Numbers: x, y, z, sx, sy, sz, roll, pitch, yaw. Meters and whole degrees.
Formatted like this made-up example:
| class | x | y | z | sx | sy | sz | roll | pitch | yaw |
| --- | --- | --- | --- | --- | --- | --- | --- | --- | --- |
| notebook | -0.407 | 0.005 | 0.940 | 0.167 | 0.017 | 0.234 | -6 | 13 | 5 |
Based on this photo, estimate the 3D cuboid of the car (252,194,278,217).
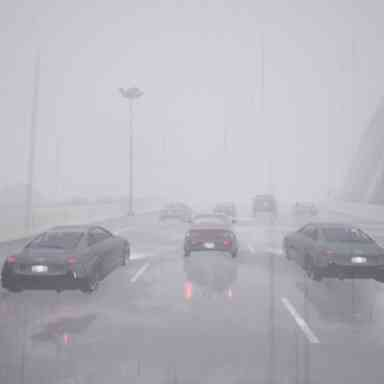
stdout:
| class | x | y | z | sx | sy | sz | roll | pitch | yaw |
| --- | --- | --- | --- | --- | --- | --- | --- | --- | --- |
| car | 6.819 | 1.215 | 31.255 | 2.150 | 2.045 | 5.566 | 0 | 0 | 11 |

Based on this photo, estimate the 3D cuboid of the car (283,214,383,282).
| class | x | y | z | sx | sy | sz | roll | pitch | yaw |
| --- | --- | --- | --- | --- | --- | --- | --- | --- | --- |
| car | 4.033 | 1.566 | 9.797 | 1.994 | 1.385 | 4.181 | 0 | 0 | 3 |

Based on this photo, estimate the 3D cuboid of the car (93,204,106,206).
| class | x | y | z | sx | sy | sz | roll | pitch | yaw |
| --- | --- | --- | --- | --- | --- | --- | --- | --- | --- |
| car | -13.683 | 1.435 | 51.306 | 2.128 | 1.511 | 4.902 | 0 | 0 | 16 |

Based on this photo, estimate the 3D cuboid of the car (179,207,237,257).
| class | x | y | z | sx | sy | sz | roll | pitch | yaw |
| --- | --- | --- | --- | --- | --- | --- | --- | --- | --- |
| car | 0.749 | 1.519 | 12.878 | 1.812 | 1.442 | 4.674 | 0 | 0 | 5 |

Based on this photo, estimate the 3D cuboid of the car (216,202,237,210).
| class | x | y | z | sx | sy | sz | roll | pitch | yaw |
| --- | --- | --- | --- | --- | --- | --- | --- | --- | --- |
| car | 3.122 | 1.588 | 30.539 | 1.895 | 1.301 | 4.718 | 0 | 0 | 11 |

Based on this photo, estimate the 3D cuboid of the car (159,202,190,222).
| class | x | y | z | sx | sy | sz | roll | pitch | yaw |
| --- | --- | --- | --- | --- | --- | --- | --- | --- | --- |
| car | -1.181 | 1.529 | 26.318 | 2.033 | 1.411 | 5.357 | 0 | 0 | 9 |

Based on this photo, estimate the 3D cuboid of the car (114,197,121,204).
| class | x | y | z | sx | sy | sz | roll | pitch | yaw |
| --- | --- | --- | --- | --- | --- | --- | --- | --- | --- |
| car | -10.446 | 1.457 | 49.900 | 1.837 | 1.490 | 4.892 | 0 | -1 | 16 |

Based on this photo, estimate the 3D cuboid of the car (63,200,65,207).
| class | x | y | z | sx | sy | sz | roll | pitch | yaw |
| --- | --- | --- | --- | --- | --- | --- | --- | --- | --- |
| car | -17.664 | 1.427 | 50.080 | 2.128 | 1.511 | 4.902 | 0 | 0 | 15 |

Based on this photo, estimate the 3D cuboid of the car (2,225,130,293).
| class | x | y | z | sx | sy | sz | roll | pitch | yaw |
| --- | --- | --- | --- | --- | --- | --- | --- | --- | --- |
| car | -3.025 | 1.553 | 8.859 | 1.994 | 1.385 | 4.181 | 0 | 0 | 3 |

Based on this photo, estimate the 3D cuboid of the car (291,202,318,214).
| class | x | y | z | sx | sy | sz | roll | pitch | yaw |
| --- | --- | --- | --- | --- | --- | --- | --- | --- | --- |
| car | 10.271 | 1.602 | 30.643 | 1.895 | 1.301 | 4.718 | 0 | 0 | 11 |

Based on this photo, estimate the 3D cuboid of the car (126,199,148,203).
| class | x | y | z | sx | sy | sz | roll | pitch | yaw |
| --- | --- | --- | --- | --- | --- | --- | --- | --- | --- |
| car | -7.498 | 1.557 | 47.504 | 1.895 | 1.301 | 4.718 | 0 | 0 | 15 |
